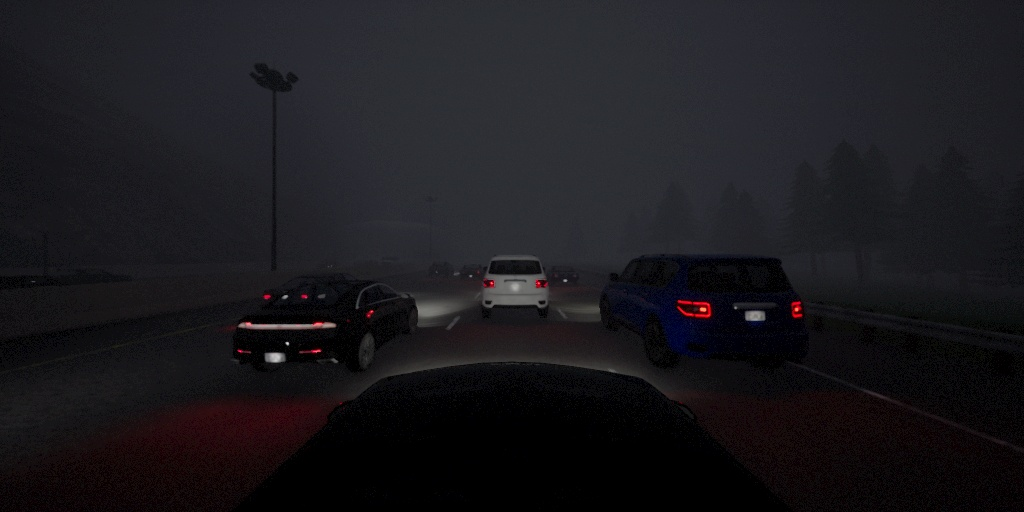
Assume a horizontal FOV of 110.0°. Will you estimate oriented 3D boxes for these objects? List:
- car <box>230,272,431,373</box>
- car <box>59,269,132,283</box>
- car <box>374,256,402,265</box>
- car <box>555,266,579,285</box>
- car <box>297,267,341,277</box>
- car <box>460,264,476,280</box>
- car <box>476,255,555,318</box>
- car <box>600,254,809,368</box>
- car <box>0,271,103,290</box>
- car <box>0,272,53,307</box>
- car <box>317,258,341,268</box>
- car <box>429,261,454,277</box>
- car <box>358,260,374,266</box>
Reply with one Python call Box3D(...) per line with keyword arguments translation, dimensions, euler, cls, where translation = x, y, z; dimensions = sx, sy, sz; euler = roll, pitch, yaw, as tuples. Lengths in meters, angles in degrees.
Box3D(translation=(-3.404, 1.247, 7.581), dimensions=(2.128, 1.511, 4.902), euler=(0, 0, 0), cls="car")
Box3D(translation=(-24.605, 1.369, 20.038), dimensions=(1.895, 1.301, 4.718), euler=(0, 0, 0), cls="car")
Box3D(translation=(-17.831, 1.022, 52.513), dimensions=(2.150, 2.045, 5.566), euler=(0, 0, -2), cls="car")
Box3D(translation=(3.591, 1.376, 26.366), dimensions=(1.895, 1.301, 4.718), euler=(0, 0, 0), cls="car")
Box3D(translation=(-6.903, 1.309, 13.462), dimensions=(2.033, 1.411, 5.357), euler=(0, 0, 0), cls="car")
Box3D(translation=(-3.411, 1.381, 31.947), dimensions=(1.895, 1.301, 4.718), euler=(0, 0, 0), cls="car")
Box3D(translation=(0.096, 0.983, 13.246), dimensions=(2.150, 2.045, 5.566), euler=(0, 0, 0), cls="car")
Box3D(translation=(3.597, 0.978, 7.988), dimensions=(2.150, 2.045, 5.566), euler=(0, 0, 0), cls="car")
Box3D(translation=(-17.605, 1.361, 12.158), dimensions=(1.895, 1.301, 4.718), euler=(0, 0, 0), cls="car")
Box3D(translation=(-21.104, 1.362, 13.386), dimensions=(1.895, 1.301, 4.718), euler=(0, 0, 0), cls="car")
Box3D(translation=(-28.508, 1.156, 55.922), dimensions=(2.097, 1.767, 4.553), euler=(0, 0, -3), cls="car")
Box3D(translation=(-6.911, 1.275, 35.428), dimensions=(2.128, 1.511, 4.902), euler=(0, 0, 0), cls="car")
Box3D(translation=(-21.474, 1.366, 55.203), dimensions=(1.994, 1.385, 4.181), euler=(0, 0, -3), cls="car")
